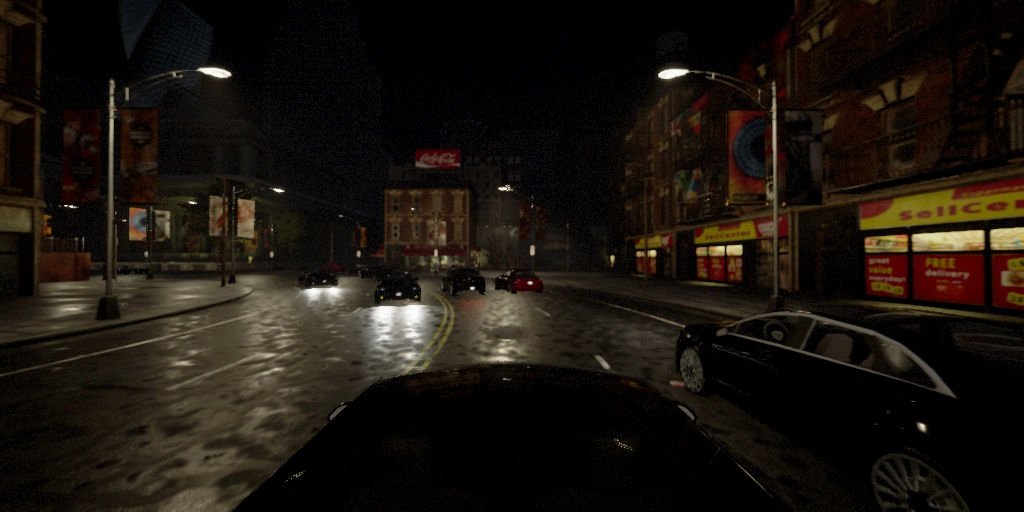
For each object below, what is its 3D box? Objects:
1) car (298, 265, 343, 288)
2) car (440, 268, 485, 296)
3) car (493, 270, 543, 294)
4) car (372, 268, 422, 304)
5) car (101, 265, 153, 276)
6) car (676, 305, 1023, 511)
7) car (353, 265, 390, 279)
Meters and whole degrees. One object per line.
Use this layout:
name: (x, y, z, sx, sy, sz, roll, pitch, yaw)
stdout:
car: (-14.231, 1.568, 26.294, 1.994, 1.385, 4.181, 1, -1, -41)
car: (-2.961, 1.455, 21.085, 1.837, 1.490, 4.892, 1, -1, -21)
car: (0.292, 1.525, 22.178, 1.994, 1.385, 4.181, 0, -1, -21)
car: (-5.507, 1.475, 17.348, 1.994, 1.385, 4.181, 0, -1, -19)
car: (-47.274, 1.789, 44.110, 4.718, 1.301, 1.895, 0, -1, 2)
car: (3.556, 1.263, 3.790, 2.128, 1.511, 4.902, 0, -1, -1)
car: (-13.597, 1.607, 35.786, 4.892, 1.490, 1.837, 0, -1, 42)
